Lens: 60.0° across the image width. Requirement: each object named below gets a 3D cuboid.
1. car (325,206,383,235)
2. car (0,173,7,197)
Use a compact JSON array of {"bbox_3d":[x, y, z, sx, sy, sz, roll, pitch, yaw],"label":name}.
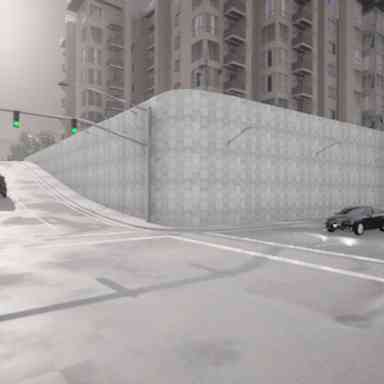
[{"bbox_3d":[9.796,1.617,19.600,4.892,1.490,1.837,0,0,-36],"label":"car"},{"bbox_3d":[-19.202,-0.858,31.957,2.150,2.045,5.566,0,11,-36],"label":"car"}]
